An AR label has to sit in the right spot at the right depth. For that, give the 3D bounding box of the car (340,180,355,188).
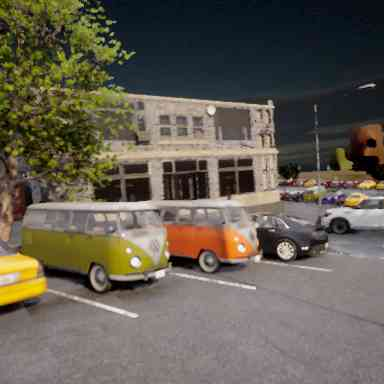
[{"bbox_3d":[28.700,-1.355,59.503,2.002,1.452,4.674,1,5,42],"label":"car"}]

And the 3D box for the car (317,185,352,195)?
[{"bbox_3d":[17.798,0.549,41.440,2.185,1.767,4.553,0,6,40],"label":"car"}]

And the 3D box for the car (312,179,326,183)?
[{"bbox_3d":[25.893,-1.768,64.694,2.185,1.767,4.553,1,5,43],"label":"car"}]

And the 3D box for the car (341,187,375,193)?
[{"bbox_3d":[19.439,0.765,38.991,1.946,1.575,5.366,0,6,40],"label":"car"}]

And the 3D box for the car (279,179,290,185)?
[{"bbox_3d":[21.864,-2.033,72.619,2.097,1.535,5.008,1,6,44],"label":"car"}]

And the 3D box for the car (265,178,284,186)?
[{"bbox_3d":[19.270,-2.272,77.956,2.163,1.488,4.792,1,6,44],"label":"car"}]

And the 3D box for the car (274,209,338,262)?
[{"bbox_3d":[2.365,1.485,12.124,4.892,1.521,2.231,-1,-1,35],"label":"car"}]

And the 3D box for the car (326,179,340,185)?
[{"bbox_3d":[27.302,-1.479,62.110,2.002,1.452,4.674,1,5,42],"label":"car"}]

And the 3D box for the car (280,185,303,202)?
[{"bbox_3d":[14.886,0.432,46.745,2.231,1.521,4.892,0,6,41],"label":"car"}]

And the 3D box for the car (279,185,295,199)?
[{"bbox_3d":[13.456,0.346,49.402,2.002,1.452,4.674,1,7,41],"label":"car"}]

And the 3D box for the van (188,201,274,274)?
[{"bbox_3d":[-0.023,1.256,10.343,4.442,1.987,1.878,-1,-1,35],"label":"van"}]

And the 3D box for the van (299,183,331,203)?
[{"bbox_3d":[16.409,0.314,44.176,1.878,1.987,4.442,0,6,41],"label":"van"}]

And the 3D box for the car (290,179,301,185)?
[{"bbox_3d":[23.224,-2.030,69.992,2.185,1.767,4.553,2,6,43],"label":"car"}]

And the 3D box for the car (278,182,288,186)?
[{"bbox_3d":[13.872,-0.498,58.691,2.128,1.511,4.902,-6,5,-27],"label":"car"}]

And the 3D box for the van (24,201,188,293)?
[{"bbox_3d":[-2.507,1.256,8.611,4.442,1.987,1.878,-1,-1,35],"label":"van"}]

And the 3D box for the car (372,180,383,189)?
[{"bbox_3d":[31.662,-1.170,54.448,1.946,1.575,5.366,1,5,41],"label":"car"}]

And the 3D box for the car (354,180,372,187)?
[{"bbox_3d":[29.995,-1.259,56.760,1.946,1.575,5.366,1,6,42],"label":"car"}]

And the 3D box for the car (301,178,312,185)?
[{"bbox_3d":[24.679,-1.792,67.486,1.946,1.575,5.366,1,5,43],"label":"car"}]

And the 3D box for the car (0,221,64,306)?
[{"bbox_3d":[-5.238,1.483,7.052,5.366,1.575,1.946,-1,-1,35],"label":"car"}]

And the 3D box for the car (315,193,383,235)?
[{"bbox_3d":[9.776,1.233,17.324,5.566,2.045,2.435,-1,-1,35],"label":"car"}]
